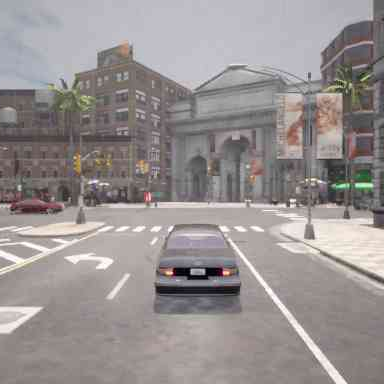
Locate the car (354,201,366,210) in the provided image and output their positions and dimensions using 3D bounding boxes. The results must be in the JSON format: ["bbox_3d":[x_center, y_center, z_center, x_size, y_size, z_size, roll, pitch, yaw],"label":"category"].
[{"bbox_3d":[22.274,1.564,40.989,4.181,1.385,1.994,0,0,0],"label":"car"}]

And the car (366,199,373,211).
[{"bbox_3d":[22.701,1.526,37.490,4.674,1.442,1.812,0,0,1],"label":"car"}]

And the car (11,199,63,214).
[{"bbox_3d":[-15.887,1.477,34.180,5.008,1.535,1.882,0,0,1],"label":"car"}]

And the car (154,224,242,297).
[{"bbox_3d":[0.110,1.547,8.762,2.033,1.411,5.357,0,0,0],"label":"car"}]
